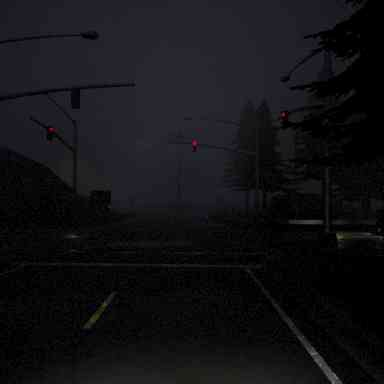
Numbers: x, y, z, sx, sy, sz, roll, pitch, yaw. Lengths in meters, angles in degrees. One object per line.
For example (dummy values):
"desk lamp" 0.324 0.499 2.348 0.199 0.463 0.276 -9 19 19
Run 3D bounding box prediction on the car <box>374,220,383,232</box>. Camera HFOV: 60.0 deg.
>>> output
"car" 14.210 1.867 21.210 4.553 1.767 2.097 0 -1 0
